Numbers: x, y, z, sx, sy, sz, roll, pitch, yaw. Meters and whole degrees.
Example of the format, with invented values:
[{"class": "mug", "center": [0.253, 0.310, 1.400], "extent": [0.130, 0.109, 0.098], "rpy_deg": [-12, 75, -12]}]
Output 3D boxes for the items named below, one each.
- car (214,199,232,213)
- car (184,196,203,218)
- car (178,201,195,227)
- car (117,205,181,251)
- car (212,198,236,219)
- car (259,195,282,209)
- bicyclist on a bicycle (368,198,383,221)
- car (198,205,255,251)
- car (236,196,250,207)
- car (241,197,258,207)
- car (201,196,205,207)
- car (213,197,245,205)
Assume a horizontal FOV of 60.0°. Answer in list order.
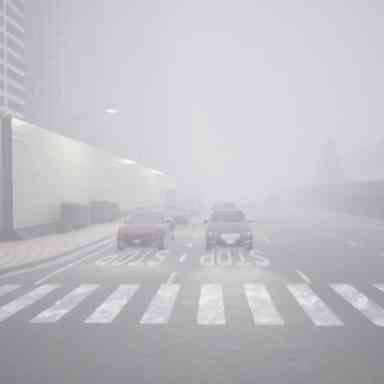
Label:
[{"class": "car", "center": [3.956, 1.749, 42.309], "extent": [2.128, 1.511, 4.902], "rpy_deg": [-1, 0, 5]}, {"class": "car", "center": [-0.309, 1.605, 33.550], "extent": [2.097, 1.767, 4.553], "rpy_deg": [-1, 0, 5]}, {"class": "car", "center": [-1.091, 1.667, 24.335], "extent": [1.882, 1.535, 5.008], "rpy_deg": [-1, 0, 5]}, {"class": "car", "center": [-1.880, 1.603, 14.994], "extent": [1.882, 1.535, 5.008], "rpy_deg": [-1, 0, 5]}, {"class": "car", "center": [3.112, 1.543, 32.527], "extent": [2.097, 1.767, 4.553], "rpy_deg": [-1, 0, 5]}, {"class": "car", "center": [11.551, 1.407, 48.143], "extent": [2.150, 2.045, 5.566], "rpy_deg": [-1, 0, 5]}, {"class": "bicyclist on a bicycle", "center": [13.388, 1.255, 23.732], "extent": [1.656, 1.620, 0.582], "rpy_deg": [-1, -1, 5]}, {"class": "car", "center": [1.594, 1.558, 14.550], "extent": [2.128, 1.511, 4.902], "rpy_deg": [-1, 0, 5]}, {"class": "car", "center": [9.023, 1.671, 59.427], "extent": [2.097, 1.767, 4.553], "rpy_deg": [-1, 0, 5]}, {"class": "car", "center": [8.244, 1.849, 49.297], "extent": [1.895, 1.301, 4.718], "rpy_deg": [-1, 0, 5]}, {"class": "car", "center": [0.606, 1.549, 44.211], "extent": [2.150, 2.045, 5.566], "rpy_deg": [-1, 0, 5]}, {"class": "car", "center": [2.367, 1.482, 23.727], "extent": [2.097, 1.767, 4.553], "rpy_deg": [-1, 0, 5]}]
